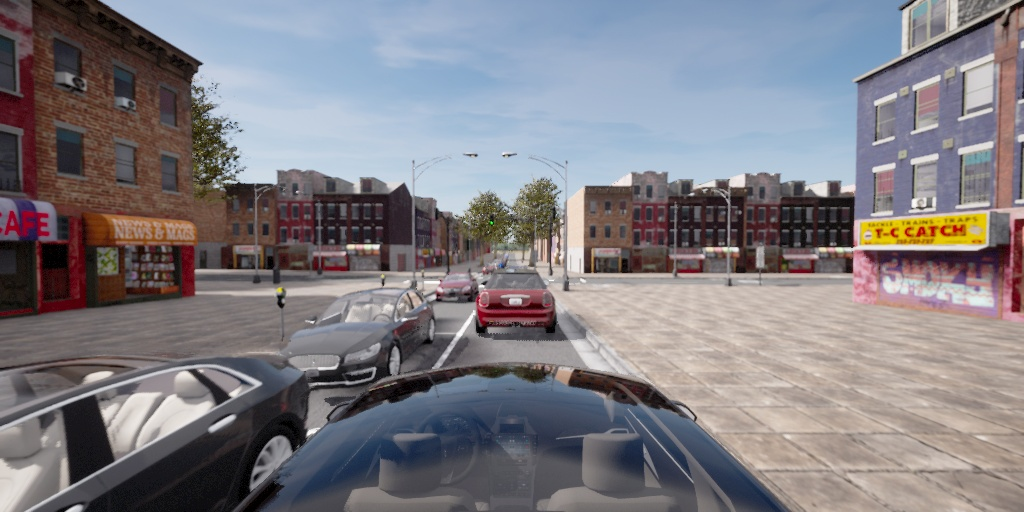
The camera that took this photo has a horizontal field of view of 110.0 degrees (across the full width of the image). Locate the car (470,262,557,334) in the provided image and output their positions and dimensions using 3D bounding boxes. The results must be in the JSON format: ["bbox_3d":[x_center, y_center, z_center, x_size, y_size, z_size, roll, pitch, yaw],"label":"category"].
[{"bbox_3d":[0.114,1.166,11.007,2.097,1.767,4.553,0,0,1],"label":"car"}]

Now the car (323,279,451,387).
[{"bbox_3d":[-2.635,1.335,6.952,2.007,1.370,4.403,0,0,0],"label":"car"}]

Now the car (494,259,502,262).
[{"bbox_3d":[-2.592,1.539,44.620,1.967,1.591,4.097,0,0,0],"label":"car"}]

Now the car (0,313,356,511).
[{"bbox_3d":[-2.641,1.299,1.504,2.007,1.370,4.403,0,0,0],"label":"car"}]

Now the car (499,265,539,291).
[{"bbox_3d":[0.616,1.417,24.704,2.128,1.511,4.902,0,-1,9],"label":"car"}]

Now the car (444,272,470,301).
[{"bbox_3d":[-2.622,1.447,17.846,1.802,1.307,4.207,0,0,0],"label":"car"}]
